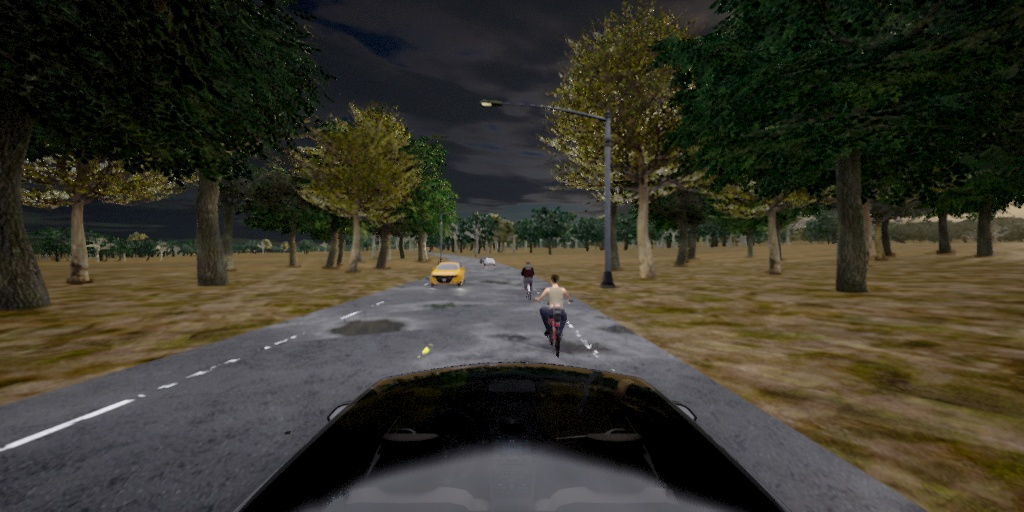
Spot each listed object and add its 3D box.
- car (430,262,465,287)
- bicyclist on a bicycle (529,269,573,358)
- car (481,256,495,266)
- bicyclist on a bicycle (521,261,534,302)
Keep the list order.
[{"bbox_3d":[-4.216,1.157,24.099,1.882,1.535,5.008,0,0,-3],"label":"car"},{"bbox_3d":[0.881,1.174,7.494,0.866,1.612,1.509,0,0,0],"label":"bicyclist on a bicycle"},{"bbox_3d":[-3.992,0.950,63.016,1.812,1.442,4.674,0,1,-7],"label":"car"},{"bbox_3d":[0.696,1.083,15.829,0.659,1.776,1.843,0,0,-2],"label":"bicyclist on a bicycle"}]
